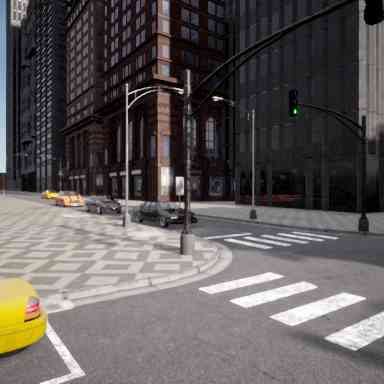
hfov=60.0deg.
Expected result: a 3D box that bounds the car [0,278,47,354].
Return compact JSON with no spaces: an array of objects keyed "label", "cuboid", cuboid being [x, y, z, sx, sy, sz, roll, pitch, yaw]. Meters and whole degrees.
[{"label":"car","cuboid":[-4.251,1.525,3.617,4.829,1.417,1.752,0,0,-35]}]

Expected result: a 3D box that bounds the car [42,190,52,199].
[{"label":"car","cuboid":[-24.392,0.422,57.049,1.882,1.535,5.008,0,1,-36]}]

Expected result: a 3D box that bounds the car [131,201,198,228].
[{"label":"car","cuboid":[-1.863,1.237,20.275,2.033,1.411,5.357,0,1,-36]}]

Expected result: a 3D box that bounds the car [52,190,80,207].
[{"label":"car","cuboid":[-13.428,0.681,36.355,2.097,1.767,4.553,0,1,-35]}]

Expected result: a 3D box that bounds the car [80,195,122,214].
[{"label":"car","cuboid":[-7.578,1.013,28.219,1.837,1.490,4.892,0,1,-36]}]
